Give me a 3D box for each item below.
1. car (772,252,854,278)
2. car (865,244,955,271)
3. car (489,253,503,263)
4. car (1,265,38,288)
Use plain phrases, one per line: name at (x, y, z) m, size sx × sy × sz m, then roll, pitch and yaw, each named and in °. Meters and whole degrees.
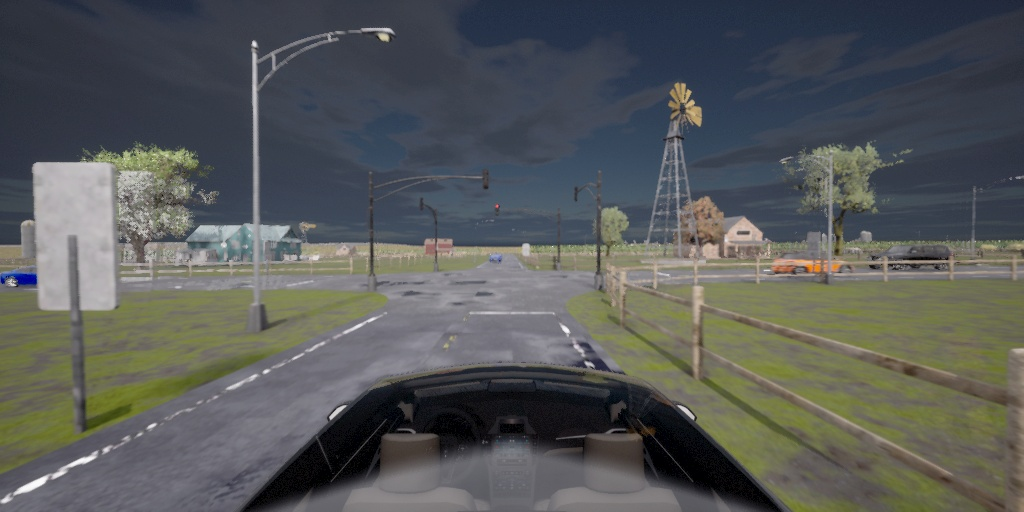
car at (20.966, 0.502, 25.049) m, size 4.553 × 1.767 × 2.097 m, roll -1°, pitch 2°, yaw 0°
car at (31.700, 0.112, 28.657) m, size 5.566 × 2.045 × 2.150 m, roll -1°, pitch 2°, yaw 0°
car at (-2.944, 0.381, 62.344) m, size 1.882 × 1.535 × 5.008 m, roll 0°, pitch 1°, yaw 0°
car at (-32.155, 1.366, 24.950) m, size 5.008 × 1.535 × 1.882 m, roll -1°, pitch 2°, yaw 0°
